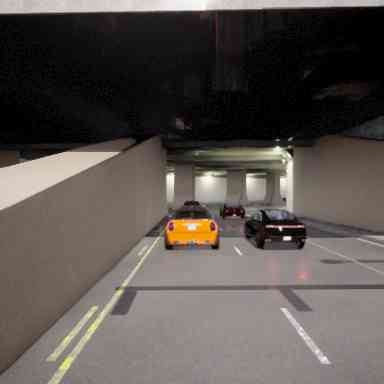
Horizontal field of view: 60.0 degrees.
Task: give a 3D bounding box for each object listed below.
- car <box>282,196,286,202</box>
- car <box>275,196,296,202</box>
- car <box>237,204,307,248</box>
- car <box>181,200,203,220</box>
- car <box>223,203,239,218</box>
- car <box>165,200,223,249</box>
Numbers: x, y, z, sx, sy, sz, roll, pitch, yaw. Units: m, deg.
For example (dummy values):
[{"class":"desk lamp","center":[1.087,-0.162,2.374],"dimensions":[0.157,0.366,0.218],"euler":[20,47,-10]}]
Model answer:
[{"class":"car","center":[22.367,1.486,71.889],"dimensions":[4.902,1.511,2.128],"euler":[0,0,-25]},{"class":"car","center":[21.153,1.505,75.173],"dimensions":[4.181,1.385,1.994],"euler":[0,0,-25]},{"class":"car","center":[3.500,1.495,14.650],"dimensions":[2.128,1.511,4.902],"euler":[0,0,0]},{"class":"car","center":[0.000,1.516,29.650],"dimensions":[1.837,1.490,4.892],"euler":[0,0,0]},{"class":"car","center":[3.500,1.616,29.680],"dimensions":[1.895,1.301,4.718],"euler":[0,0,0]},{"class":"car","center":[0.000,1.365,14.620],"dimensions":[2.097,1.767,4.553],"euler":[0,0,0]}]
